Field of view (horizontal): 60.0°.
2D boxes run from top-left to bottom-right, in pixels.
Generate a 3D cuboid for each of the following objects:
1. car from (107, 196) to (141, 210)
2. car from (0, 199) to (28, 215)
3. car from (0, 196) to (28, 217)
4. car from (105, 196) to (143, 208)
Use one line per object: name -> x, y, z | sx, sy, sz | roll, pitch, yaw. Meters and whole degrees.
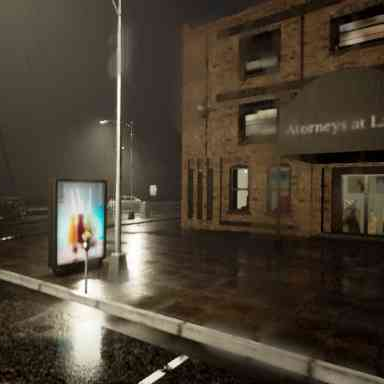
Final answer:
car -> -7.856, 1.289, 38.411 | 1.812, 1.442, 4.674 | 1, 1, 36
car -> -17.745, 1.394, 30.348 | 1.895, 1.301, 4.718 | 1, 1, 33
car -> -16.005, 1.201, 27.137 | 2.097, 1.767, 4.553 | 1, 1, 35
car -> -8.674, 1.226, 42.806 | 1.812, 1.442, 4.674 | 1, 1, 36
